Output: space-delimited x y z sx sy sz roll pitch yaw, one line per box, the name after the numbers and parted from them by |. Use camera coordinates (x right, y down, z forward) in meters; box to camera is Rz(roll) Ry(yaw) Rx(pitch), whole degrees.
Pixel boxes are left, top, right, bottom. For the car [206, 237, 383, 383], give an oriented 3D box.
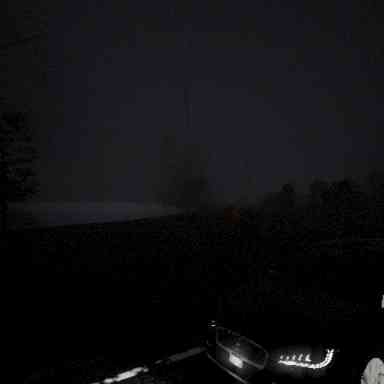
2.426 1.483 4.799 4.892 1.490 1.837 0 0 -35 | car
